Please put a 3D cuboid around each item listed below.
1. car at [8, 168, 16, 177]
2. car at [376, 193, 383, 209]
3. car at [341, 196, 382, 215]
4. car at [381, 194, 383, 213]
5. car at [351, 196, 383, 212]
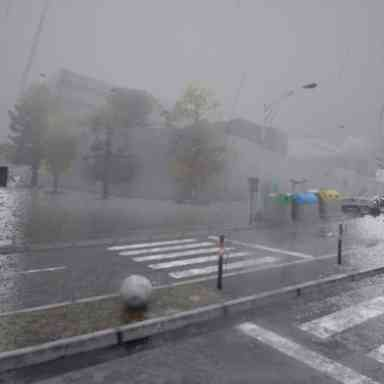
[{"bbox_3d":[-46.495,-4.594,80.597,5.366,1.575,1.946,4,2,-39],"label":"car"},{"bbox_3d":[23.407,1.005,37.461,4.553,1.767,2.185,0,0,31],"label":"car"},{"bbox_3d":[14.180,1.206,30.079,4.792,1.488,2.163,0,0,33],"label":"car"},{"bbox_3d":[16.545,1.165,31.870,4.892,1.521,2.231,0,1,32],"label":"car"},{"bbox_3d":[18.857,1.192,33.716,4.674,1.452,2.002,0,0,32],"label":"car"}]
